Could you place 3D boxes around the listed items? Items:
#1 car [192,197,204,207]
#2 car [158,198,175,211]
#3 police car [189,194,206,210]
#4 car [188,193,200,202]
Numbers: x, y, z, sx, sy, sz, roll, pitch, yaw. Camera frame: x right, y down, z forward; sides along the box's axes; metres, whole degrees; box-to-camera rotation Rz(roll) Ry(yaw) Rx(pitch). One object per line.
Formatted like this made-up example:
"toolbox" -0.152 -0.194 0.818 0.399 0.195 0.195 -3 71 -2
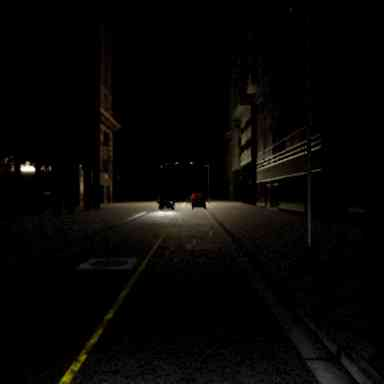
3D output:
"car" 0.888 1.561 53.984 1.812 1.442 4.674 0 0 0
"car" -3.101 1.507 41.264 2.128 1.511 4.902 0 0 0
"police car" 0.890 1.446 44.093 1.930 1.638 5.238 0 0 0
"car" 0.887 1.272 60.015 2.150 2.045 5.566 0 0 0
